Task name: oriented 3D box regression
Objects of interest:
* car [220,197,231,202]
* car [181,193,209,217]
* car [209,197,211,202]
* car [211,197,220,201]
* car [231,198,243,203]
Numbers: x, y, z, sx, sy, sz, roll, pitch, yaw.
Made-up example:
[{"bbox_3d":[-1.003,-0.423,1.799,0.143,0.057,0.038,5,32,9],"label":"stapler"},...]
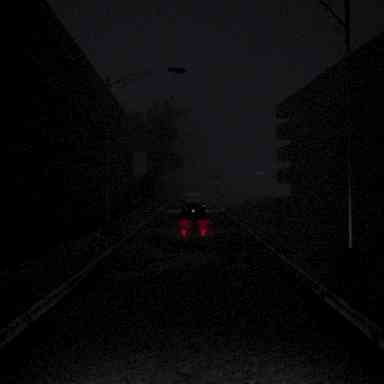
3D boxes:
[{"bbox_3d":[7.803,2.353,92.675,2.185,1.767,4.553,6,-4,-31],"label":"car"},{"bbox_3d":[0.092,1.068,25.856,1.812,1.442,4.674,0,2,0],"label":"car"},{"bbox_3d":[1.951,1.810,91.584,2.435,2.045,5.566,1,-3,-30],"label":"car"},{"bbox_3d":[4.830,2.102,92.175,2.185,1.767,4.553,4,-4,-31],"label":"car"},{"bbox_3d":[10.800,2.520,93.235,2.435,2.045,5.566,7,-4,-30],"label":"car"}]
